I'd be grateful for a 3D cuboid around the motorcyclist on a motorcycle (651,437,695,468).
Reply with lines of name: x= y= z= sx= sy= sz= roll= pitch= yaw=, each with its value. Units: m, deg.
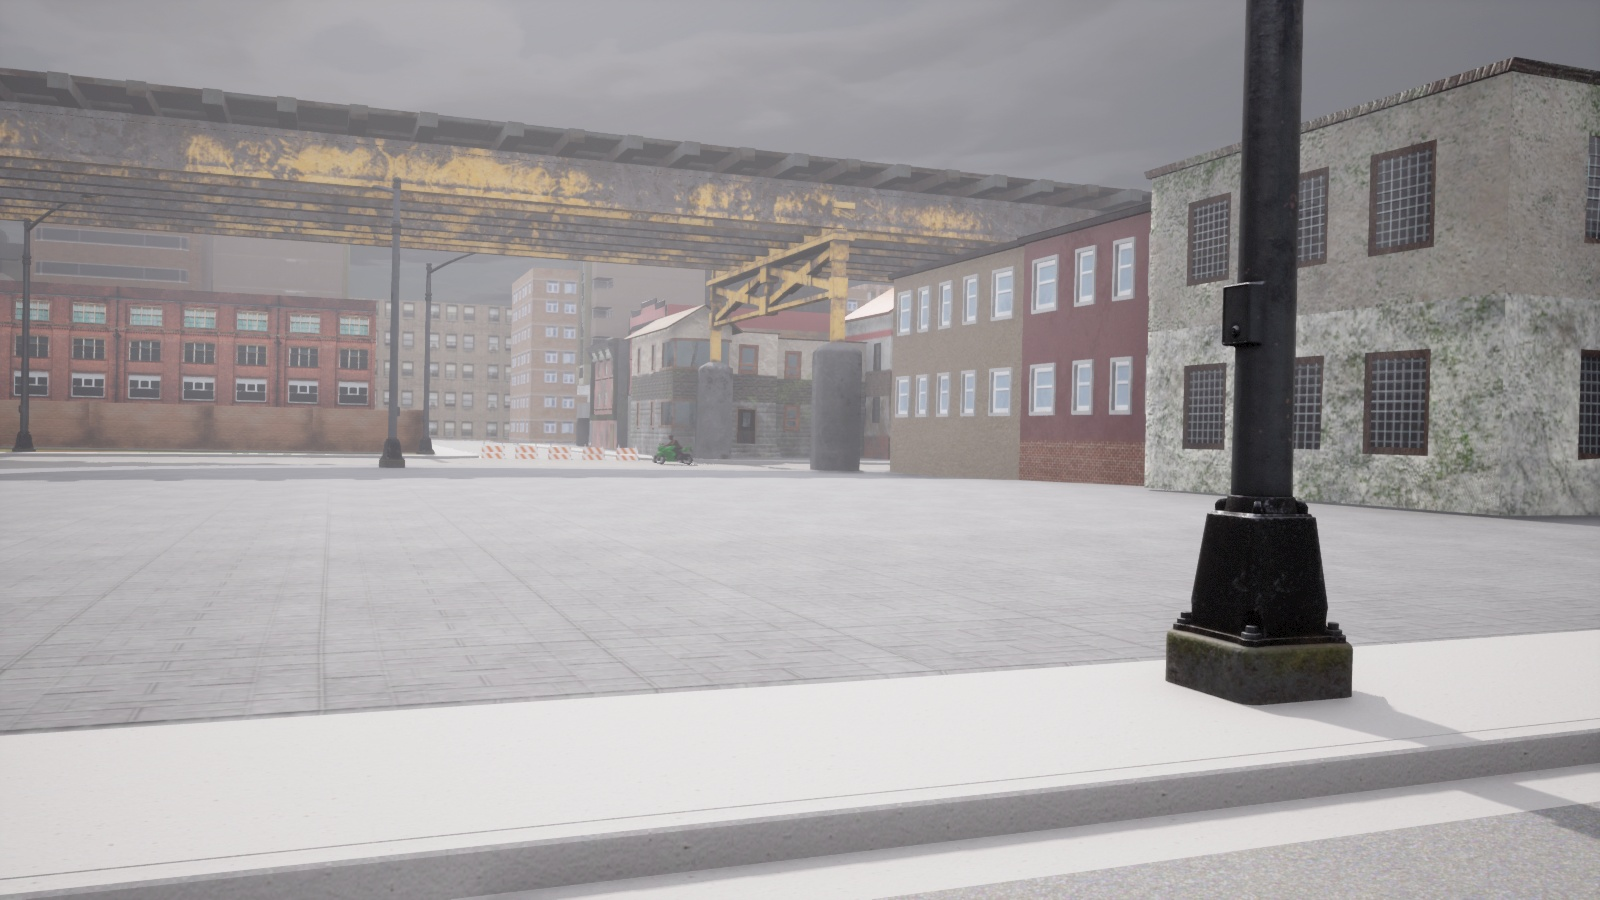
motorcyclist on a motorcycle: x=-6.310 y=0.133 z=62.237 sx=2.044 sy=1.523 sz=0.797 roll=0 pitch=1 yaw=-20
